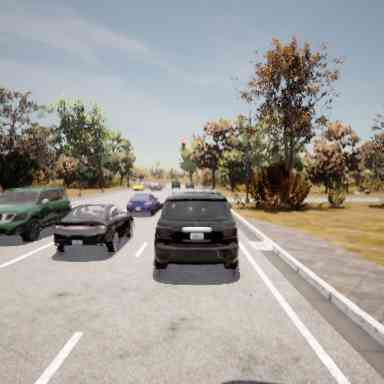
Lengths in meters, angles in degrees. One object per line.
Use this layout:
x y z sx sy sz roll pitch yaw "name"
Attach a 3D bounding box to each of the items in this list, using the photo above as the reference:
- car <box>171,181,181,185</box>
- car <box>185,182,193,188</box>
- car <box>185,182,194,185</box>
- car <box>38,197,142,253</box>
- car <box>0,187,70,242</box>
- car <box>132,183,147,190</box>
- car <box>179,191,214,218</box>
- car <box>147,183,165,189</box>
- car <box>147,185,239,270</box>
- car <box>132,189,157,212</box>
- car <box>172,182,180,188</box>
-3.871 -1.765 80.731 2.150 2.045 5.566 0 2 -2 "car"
-0.853 -1.931 91.352 1.994 1.385 4.181 0 2 -3 "car"
-0.383 -1.472 81.180 1.812 1.442 4.674 0 2 -2 "car"
-3.375 1.174 12.201 2.128 1.511 4.902 0 2 0 "car"
-7.058 0.818 14.392 2.150 2.045 5.566 0 2 0 "car"
-10.537 -0.899 65.247 1.882 1.535 5.008 0 2 0 "car"
0.186 0.749 23.122 2.128 1.511 4.902 0 2 -3 "car"
-7.040 -0.819 65.391 1.994 1.385 4.181 0 2 0 "car"
0.116 0.980 10.309 2.150 2.045 5.566 0 3 0 "car"
-3.351 0.788 23.001 1.812 1.442 4.674 0 2 0 "car"
-4.348 -1.950 91.159 2.128 1.511 4.902 0 2 -3 "car"
